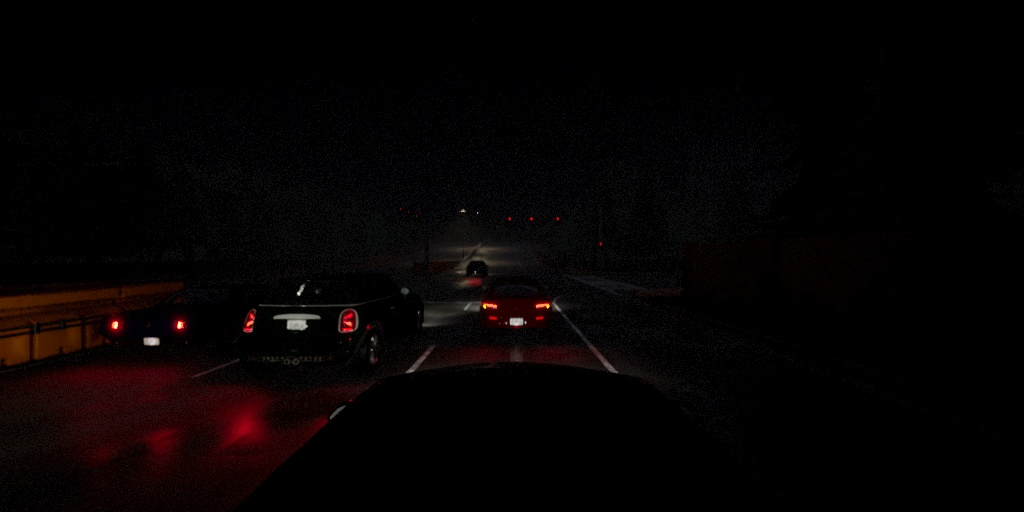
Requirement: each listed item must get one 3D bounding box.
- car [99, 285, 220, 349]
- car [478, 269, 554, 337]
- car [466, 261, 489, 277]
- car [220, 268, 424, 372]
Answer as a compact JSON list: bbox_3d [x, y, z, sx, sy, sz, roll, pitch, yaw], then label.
[{"bbox_3d":[-6.901,1.349,9.093,1.895,1.301,4.718,0,0,0],"label":"car"},{"bbox_3d":[0.098,1.273,10.169,1.812,1.442,4.674,0,0,0],"label":"car"},{"bbox_3d":[-3.406,1.243,35.674,1.837,1.490,4.892,0,-1,0],"label":"car"},{"bbox_3d":[-3.399,1.100,7.779,2.097,1.767,4.553,0,0,0],"label":"car"}]
